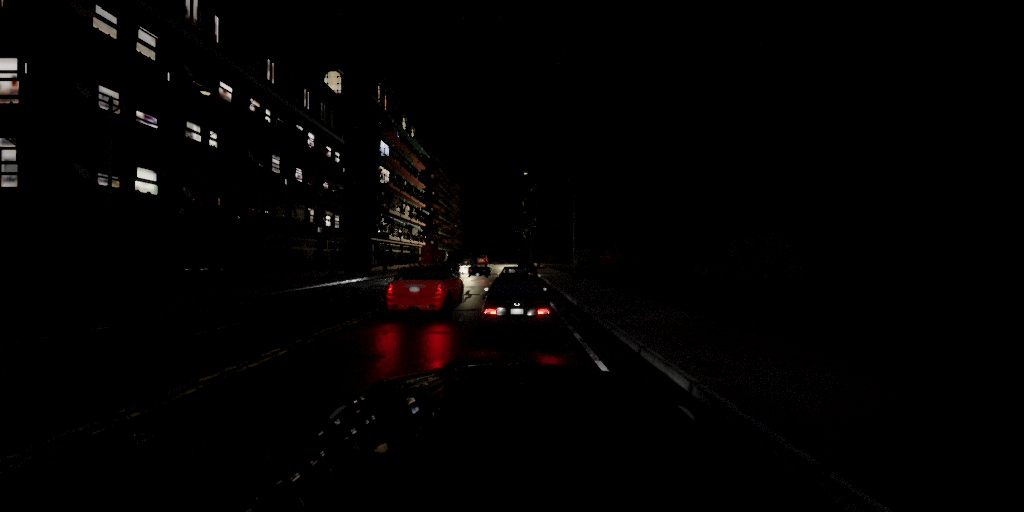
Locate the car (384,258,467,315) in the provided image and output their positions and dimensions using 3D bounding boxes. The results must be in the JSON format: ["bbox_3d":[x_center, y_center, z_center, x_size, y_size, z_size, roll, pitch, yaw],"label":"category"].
[{"bbox_3d":[-3.140,1.105,13.662,2.097,1.767,4.553,0,0,0],"label":"car"}]

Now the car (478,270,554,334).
[{"bbox_3d":[0.110,1.299,10.593,2.033,1.411,5.357,0,0,0],"label":"car"}]

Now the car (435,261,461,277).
[{"bbox_3d":[-6.570,1.258,37.430,1.837,1.490,4.892,0,0,0],"label":"car"}]

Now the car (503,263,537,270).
[{"bbox_3d":[0.116,1.300,20.955,2.033,1.411,5.357,0,0,0],"label":"car"}]

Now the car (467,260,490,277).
[{"bbox_3d":[-3.121,1.354,34.940,1.895,1.301,4.718,0,0,0],"label":"car"}]

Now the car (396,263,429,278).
[{"bbox_3d":[-9.822,1.354,35.783,1.895,1.301,4.718,0,0,0],"label":"car"}]

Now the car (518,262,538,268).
[{"bbox_3d":[1.163,1.259,30.722,1.837,1.490,4.892,0,0,0],"label":"car"}]
